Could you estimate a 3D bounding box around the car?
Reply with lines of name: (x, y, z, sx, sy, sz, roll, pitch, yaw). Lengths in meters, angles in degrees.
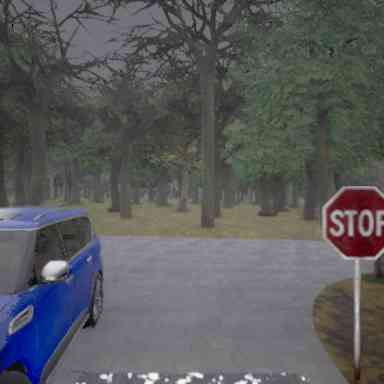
car: (-2.556, 1.254, 4.114, 2.150, 2.045, 5.566, 1, -1, -4)
